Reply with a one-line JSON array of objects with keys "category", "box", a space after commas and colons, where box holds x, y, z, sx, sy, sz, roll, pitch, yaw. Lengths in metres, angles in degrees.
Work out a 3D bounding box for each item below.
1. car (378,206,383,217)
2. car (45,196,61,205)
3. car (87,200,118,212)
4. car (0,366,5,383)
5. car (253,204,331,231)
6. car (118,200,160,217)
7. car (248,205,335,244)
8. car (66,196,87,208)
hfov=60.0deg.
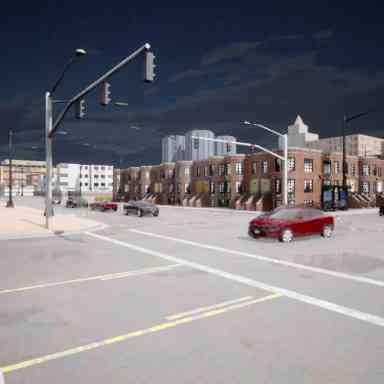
[{"category": "car", "box": [19.080, 1.477, 30.615, 5.008, 1.535, 1.882, 0, 0, -36]}, {"category": "car", "box": [-24.483, 1.493, 58.664, 2.128, 1.511, 4.902, 0, 0, -36]}, {"category": "car", "box": [-10.315, 1.601, 38.907, 1.895, 1.301, 4.718, 0, 0, -36]}, {"category": "car", "box": [-3.770, 1.222, 1.079, 5.566, 2.045, 2.150, 0, 0, -35]}, {"category": "car", "box": [6.627, 1.547, 21.678, 5.357, 1.411, 2.033, 0, 0, -36]}, {"category": "car", "box": [-4.847, 1.505, 31.338, 1.837, 1.490, 4.892, 0, 0, -36]}, {"category": "car", "box": [4.891, 1.477, 16.126, 5.008, 1.535, 1.882, 0, 0, -36]}, {"category": "car", "box": [-16.296, 1.351, 47.198, 2.097, 1.767, 4.553, 0, 0, -36]}]
